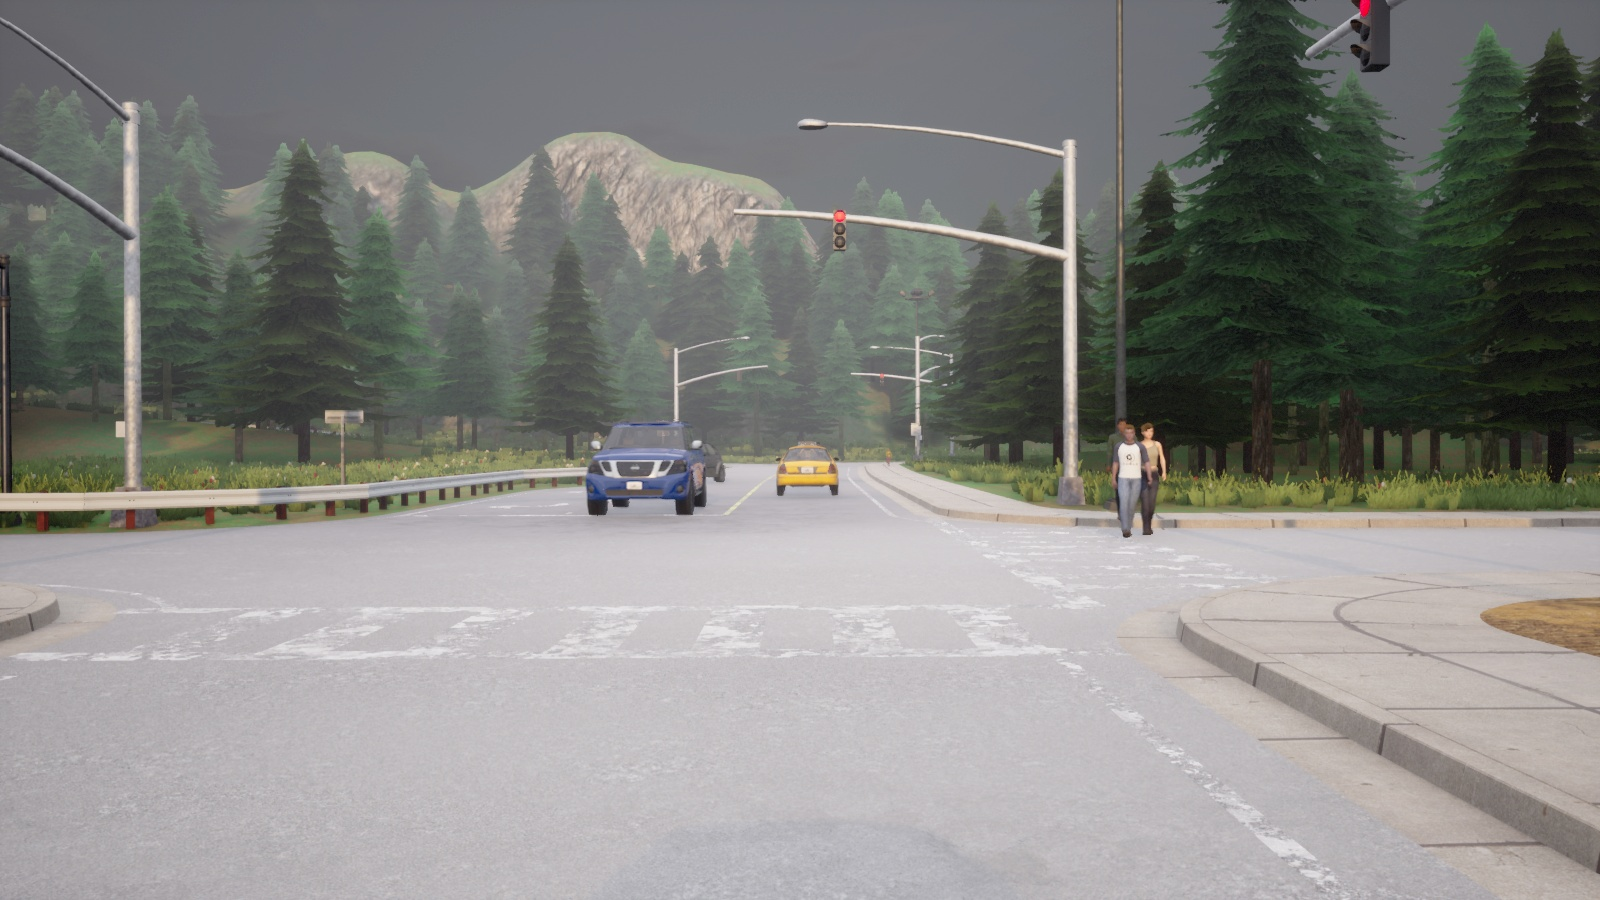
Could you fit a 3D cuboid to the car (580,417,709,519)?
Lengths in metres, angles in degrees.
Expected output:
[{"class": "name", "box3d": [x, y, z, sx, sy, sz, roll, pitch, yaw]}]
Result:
[{"class": "car", "box3d": [-3.334, 0.347, 28.065, 2.150, 2.045, 5.566, 0, 0, 0]}]

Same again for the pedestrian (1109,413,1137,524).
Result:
[{"class": "pedestrian", "box3d": [5.765, 0.321, 22.428, 0.423, 1.949, 0.788, 0, 0, 10]}]

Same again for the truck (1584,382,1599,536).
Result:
[{"class": "truck", "box3d": [15.397, 0.143, 19.161, 5.204, 2.467, 2.627, 0, 0, 1]}]

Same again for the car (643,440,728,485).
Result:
[{"class": "car", "box3d": [-4.265, 0.435, 47.544, 1.851, 1.617, 3.988, 0, 0, 17]}]

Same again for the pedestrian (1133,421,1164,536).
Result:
[{"class": "pedestrian", "box3d": [5.652, 0.454, 20.376, 0.345, 1.836, 0.594, 0, 0, 2]}]

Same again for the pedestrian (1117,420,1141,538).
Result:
[{"class": "pedestrian", "box3d": [5.189, 0.449, 19.827, 0.354, 1.836, 0.706, 0, 0, 14]}]

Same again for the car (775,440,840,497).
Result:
[{"class": "car", "box3d": [0.221, 0.507, 37.773, 1.801, 1.575, 5.366, 0, 0, 0]}]
